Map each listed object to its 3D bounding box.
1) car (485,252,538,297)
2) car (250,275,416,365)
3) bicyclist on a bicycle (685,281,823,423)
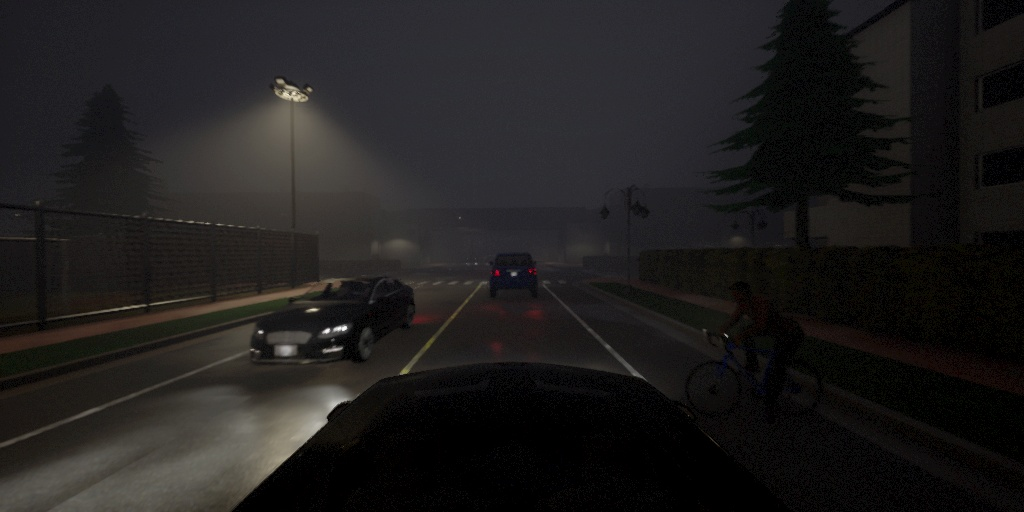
[{"bbox_3d":[0.064,0.812,17.665,2.150,2.045,5.566,-1,1,0],"label":"car"},{"bbox_3d":[-3.592,1.213,8.149,2.128,1.511,4.902,-1,1,0],"label":"car"},{"bbox_3d":[2.877,1.120,4.270,1.656,1.620,0.582,-1,1,0],"label":"bicyclist on a bicycle"}]
